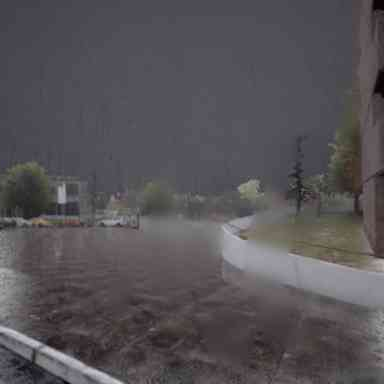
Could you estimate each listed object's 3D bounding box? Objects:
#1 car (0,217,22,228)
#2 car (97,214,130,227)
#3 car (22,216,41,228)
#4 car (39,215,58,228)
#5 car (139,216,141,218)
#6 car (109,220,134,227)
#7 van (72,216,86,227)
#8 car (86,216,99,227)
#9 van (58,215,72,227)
[{"bbox_3d":[-25.980,4.054,44.654,4.674,1.452,2.002,0,-5,5],"label":"car"},{"bbox_3d":[-15.888,6.021,66.540,5.566,2.045,2.435,0,-5,5],"label":"car"},{"bbox_3d":[-24.729,4.337,47.398,4.674,1.452,2.002,0,-6,5],"label":"car"},{"bbox_3d":[-23.644,4.575,50.147,5.366,1.575,1.946,0,-5,5],"label":"car"},{"bbox_3d":[-16.046,7.728,88.248,2.163,1.488,4.792,1,1,9],"label":"car"},{"bbox_3d":[-14.606,6.593,69.245,4.674,1.452,2.002,0,-5,5],"label":"car"},{"bbox_3d":[-20.806,4.920,55.616,4.442,1.987,1.878,0,-6,5],"label":"van"},{"bbox_3d":[-19.653,5.427,58.325,4.892,1.521,2.231,0,-5,5],"label":"car"},{"bbox_3d":[-22.072,4.637,52.880,4.442,1.987,1.878,0,-6,5],"label":"van"}]
